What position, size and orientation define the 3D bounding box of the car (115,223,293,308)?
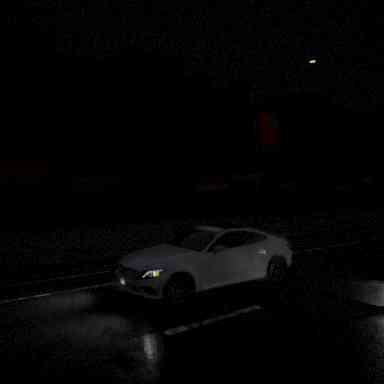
[{"bbox_3d":[0.505,1.522,8.048,4.674,1.442,1.812,0,0,-36],"label":"car"}]
